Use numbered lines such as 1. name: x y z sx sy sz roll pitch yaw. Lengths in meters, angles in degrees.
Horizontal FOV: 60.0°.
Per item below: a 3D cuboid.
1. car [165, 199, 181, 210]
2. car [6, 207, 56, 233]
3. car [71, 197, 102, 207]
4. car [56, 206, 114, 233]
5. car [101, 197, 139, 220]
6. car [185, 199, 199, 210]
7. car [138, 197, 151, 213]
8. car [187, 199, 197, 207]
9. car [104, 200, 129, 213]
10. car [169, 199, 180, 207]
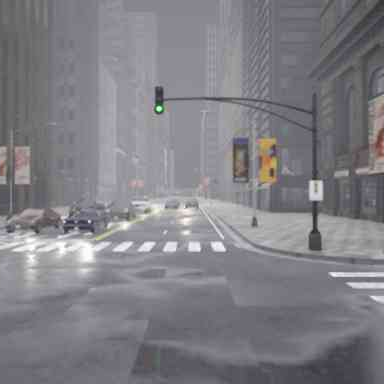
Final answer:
1. car: -3.243 2.026 52.620 1.994 1.385 4.181 0 0 0
2. car: -9.842 1.715 21.126 1.812 1.442 4.674 0 0 0
3. car: -9.844 1.504 31.793 2.150 2.045 5.566 0 0 0
4. car: -6.587 1.790 21.110 1.895 1.301 4.718 0 -1 0
5. car: -6.592 1.629 31.114 2.097 1.767 4.553 0 -1 0
6. car: 0.007 1.814 52.592 2.097 1.767 4.553 0 0 0
7. car: -6.586 1.599 42.485 2.150 2.045 5.566 0 -1 1
8. car: 0.008 2.051 62.625 1.837 1.490 4.892 0 0 0
9. car: -9.829 1.876 43.477 2.128 1.511 4.902 0 -1 0
10. car: -3.242 2.051 62.626 1.837 1.490 4.892 0 0 0
